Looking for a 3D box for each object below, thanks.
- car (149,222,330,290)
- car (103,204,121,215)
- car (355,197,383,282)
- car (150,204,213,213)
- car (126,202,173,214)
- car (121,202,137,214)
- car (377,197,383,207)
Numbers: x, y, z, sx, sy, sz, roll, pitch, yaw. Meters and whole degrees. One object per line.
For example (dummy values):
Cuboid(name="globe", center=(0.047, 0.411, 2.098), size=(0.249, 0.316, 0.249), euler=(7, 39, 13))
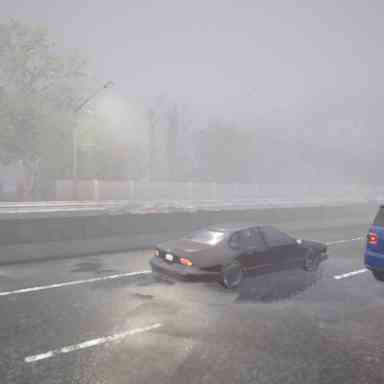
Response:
Cuboid(name="car", center=(1.519, 1.549, 9.127), size=(5.357, 1.411, 2.033), euler=(0, 0, -35))
Cuboid(name="car", center=(-5.664, 1.567, 29.486), size=(4.181, 1.385, 1.994), euler=(0, 0, -38))
Cuboid(name="car", center=(6.607, 1.224, 8.456), size=(5.566, 2.045, 2.150), euler=(0, 0, -35))
Cuboid(name="car", center=(0.040, 1.604, 21.214), size=(4.718, 1.301, 1.895), euler=(0, 0, -35))
Cuboid(name="car", center=(-2.012, 1.604, 24.049), size=(4.718, 1.301, 1.895), euler=(0, 0, -35))
Cuboid(name="car", center=(-2.805, 1.551, 27.783), size=(5.357, 1.411, 2.033), euler=(0, 0, -35))
Cuboid(name="car", center=(30.780, 1.576, 51.654), size=(4.674, 1.442, 1.812), euler=(0, 0, -35))
